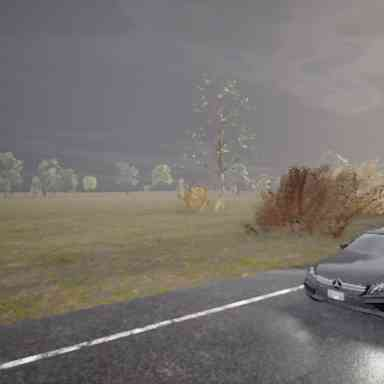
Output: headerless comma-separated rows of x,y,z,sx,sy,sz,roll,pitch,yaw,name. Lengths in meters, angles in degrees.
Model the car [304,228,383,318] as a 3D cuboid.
4.389,1.525,7.120,4.674,1.442,1.812,0,0,-35,car
